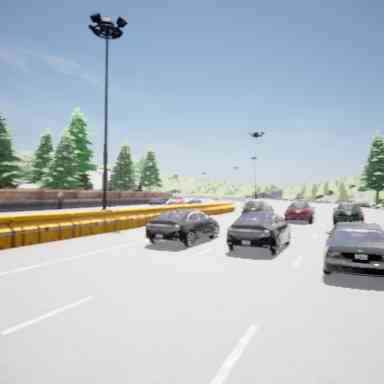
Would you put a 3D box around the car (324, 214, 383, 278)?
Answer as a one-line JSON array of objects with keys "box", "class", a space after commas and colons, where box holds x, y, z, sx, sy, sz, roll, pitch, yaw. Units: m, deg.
[{"box": [5.194, 1.658, 10.423, 2.033, 1.411, 5.357, 1, 0, 25], "class": "car"}]

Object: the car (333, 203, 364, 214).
[{"box": [12.209, 1.621, 26.003, 2.097, 1.767, 4.553, 1, 0, 24], "class": "car"}]

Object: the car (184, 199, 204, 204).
[{"box": [0.669, 1.797, 56.374, 1.994, 1.385, 4.181, 1, 0, 16], "class": "car"}]

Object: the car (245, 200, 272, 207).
[{"box": [5.836, 1.545, 28.896, 2.097, 1.767, 4.553, 1, 0, 24], "class": "car"}]

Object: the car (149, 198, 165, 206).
[{"box": [-6.011, 1.713, 58.405, 1.994, 1.385, 4.181, 1, 0, 16], "class": "car"}]

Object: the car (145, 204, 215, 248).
[{"box": [-0.261, 1.547, 15.284, 2.128, 1.511, 4.902, 1, 0, 25], "class": "car"}]

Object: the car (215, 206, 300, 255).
[{"box": [2.927, 1.585, 13.841, 2.128, 1.511, 4.902, 1, 0, 25], "class": "car"}]

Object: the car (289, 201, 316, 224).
[{"box": [9.023, 1.583, 27.451, 2.097, 1.767, 4.553, 1, 0, 24], "class": "car"}]

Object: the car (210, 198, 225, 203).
[{"box": [4.362, 1.762, 56.573, 1.882, 1.535, 5.008, 1, -1, 15], "class": "car"}]

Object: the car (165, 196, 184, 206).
[{"box": [-2.571, 1.545, 57.764, 2.097, 1.767, 4.553, 1, 0, 15], "class": "car"}]
